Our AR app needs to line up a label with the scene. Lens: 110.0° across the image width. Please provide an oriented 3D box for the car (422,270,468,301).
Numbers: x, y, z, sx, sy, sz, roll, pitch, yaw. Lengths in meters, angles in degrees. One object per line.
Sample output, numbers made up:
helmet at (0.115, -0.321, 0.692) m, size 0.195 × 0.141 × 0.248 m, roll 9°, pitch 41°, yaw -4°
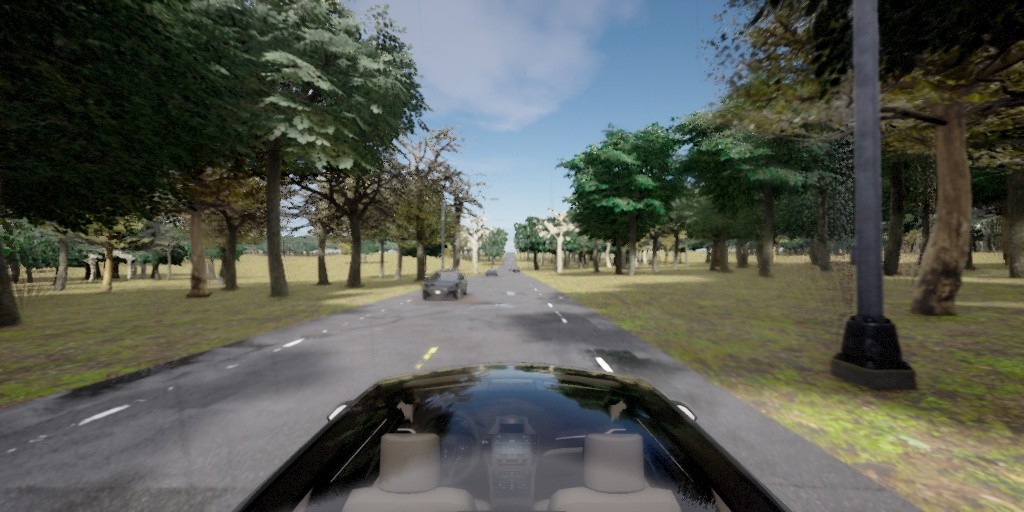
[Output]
car at (-3.597, 1.550, 19.950) m, size 1.882 × 1.535 × 5.008 m, roll 0°, pitch -1°, yaw 0°

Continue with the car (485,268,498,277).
car at (-3.532, 2.845, 61.971) m, size 1.994 × 1.385 × 4.181 m, roll 0°, pitch -2°, yaw 1°
